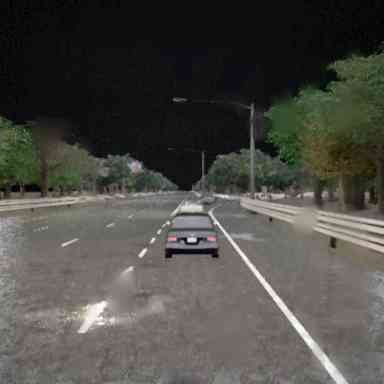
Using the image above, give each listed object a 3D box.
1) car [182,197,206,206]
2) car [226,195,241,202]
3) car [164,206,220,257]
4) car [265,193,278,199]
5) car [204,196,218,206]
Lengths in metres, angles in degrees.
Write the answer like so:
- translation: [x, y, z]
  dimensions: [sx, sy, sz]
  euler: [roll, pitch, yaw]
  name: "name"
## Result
- translation: [0.040, 1.434, 29.976]
  dimensions: [1.895, 1.301, 4.718]
  euler: [0, 0, 1]
  name: "car"
- translation: [8.466, 1.226, 65.882]
  dimensions: [1.895, 1.301, 4.718]
  euler: [0, 0, 26]
  name: "car"
- translation: [-0.006, 1.477, 12.513]
  dimensions: [2.033, 1.411, 5.357]
  euler: [0, 0, 0]
  name: "car"
- translation: [19.875, 1.011, 83.619]
  dimensions: [1.812, 1.442, 4.674]
  euler: [0, 1, 41]
  name: "car"
- translation: [2.589, 1.270, 49.610]
  dimensions: [2.033, 1.411, 5.357]
  euler: [0, 0, 14]
  name: "car"
